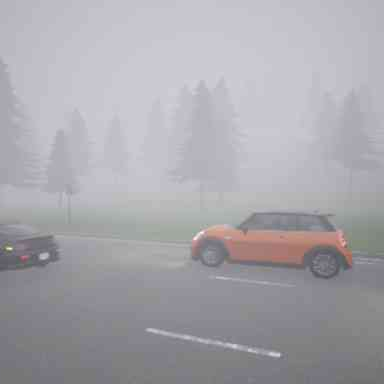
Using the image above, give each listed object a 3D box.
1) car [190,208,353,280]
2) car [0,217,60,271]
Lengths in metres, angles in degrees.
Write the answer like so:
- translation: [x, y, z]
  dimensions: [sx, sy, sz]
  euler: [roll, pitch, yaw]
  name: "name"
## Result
- translation: [2.248, 1.313, 9.904]
  dimensions: [4.553, 1.767, 2.097]
  euler: [0, 0, 23]
  name: "car"
- translation: [-5.895, 1.458, 9.470]
  dimensions: [4.674, 1.442, 1.812]
  euler: [1, 0, 24]
  name: "car"
